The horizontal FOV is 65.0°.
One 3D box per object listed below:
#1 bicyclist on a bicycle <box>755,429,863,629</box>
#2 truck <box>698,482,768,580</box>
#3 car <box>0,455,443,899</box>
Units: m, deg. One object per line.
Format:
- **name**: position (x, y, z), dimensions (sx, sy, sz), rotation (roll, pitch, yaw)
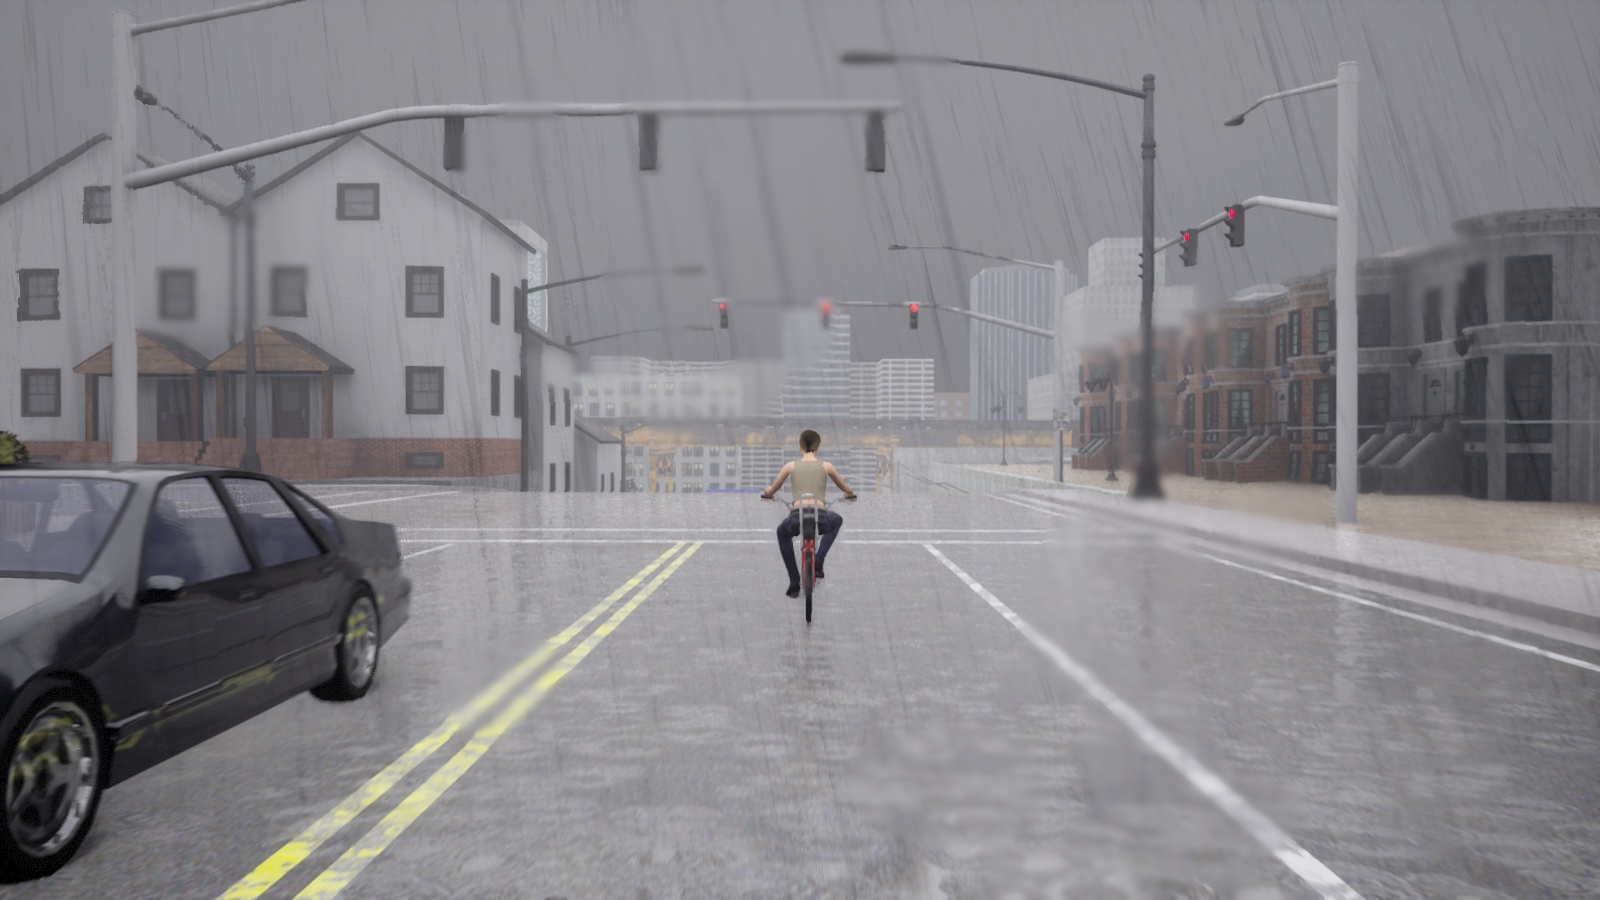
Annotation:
- **bicyclist on a bicycle**: position (0.078, 0.634, 10.896), dimensions (0.866, 1.612, 1.509), rotation (0, 0, 0)
- **truck**: position (-3.154, 4.076, 61.299), dimensions (2.891, 3.462, 7.936), rotation (0, -13, 0)
- **car**: position (-3.451, 0.755, 5.828), dimensions (2.033, 1.411, 5.357), rotation (0, 0, 0)
